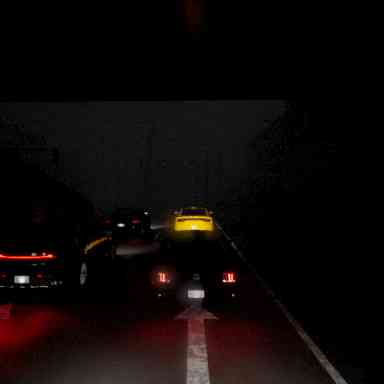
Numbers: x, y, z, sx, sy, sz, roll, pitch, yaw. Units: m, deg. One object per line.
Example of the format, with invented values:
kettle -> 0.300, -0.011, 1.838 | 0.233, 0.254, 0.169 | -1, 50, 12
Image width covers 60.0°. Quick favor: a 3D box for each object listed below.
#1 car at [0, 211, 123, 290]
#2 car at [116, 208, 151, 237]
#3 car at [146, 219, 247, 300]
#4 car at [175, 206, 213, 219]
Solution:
car -> -3.412, 1.505, 9.087 | 1.837, 1.490, 4.892 | 0, 0, 0
car -> -3.410, 1.564, 17.987 | 1.994, 1.385, 4.181 | 0, 0, 0
car -> 0.087, 1.601, 8.366 | 1.895, 1.301, 4.718 | 0, 0, 0
car -> 0.090, 1.478, 17.709 | 1.882, 1.535, 5.008 | 0, 0, 0
